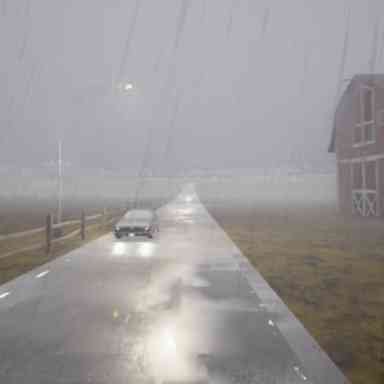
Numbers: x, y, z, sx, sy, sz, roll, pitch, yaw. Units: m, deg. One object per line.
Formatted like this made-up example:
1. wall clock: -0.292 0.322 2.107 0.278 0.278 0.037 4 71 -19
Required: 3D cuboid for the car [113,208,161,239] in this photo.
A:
1. car: -2.757 1.593 17.866 2.033 1.411 5.357 0 0 0
